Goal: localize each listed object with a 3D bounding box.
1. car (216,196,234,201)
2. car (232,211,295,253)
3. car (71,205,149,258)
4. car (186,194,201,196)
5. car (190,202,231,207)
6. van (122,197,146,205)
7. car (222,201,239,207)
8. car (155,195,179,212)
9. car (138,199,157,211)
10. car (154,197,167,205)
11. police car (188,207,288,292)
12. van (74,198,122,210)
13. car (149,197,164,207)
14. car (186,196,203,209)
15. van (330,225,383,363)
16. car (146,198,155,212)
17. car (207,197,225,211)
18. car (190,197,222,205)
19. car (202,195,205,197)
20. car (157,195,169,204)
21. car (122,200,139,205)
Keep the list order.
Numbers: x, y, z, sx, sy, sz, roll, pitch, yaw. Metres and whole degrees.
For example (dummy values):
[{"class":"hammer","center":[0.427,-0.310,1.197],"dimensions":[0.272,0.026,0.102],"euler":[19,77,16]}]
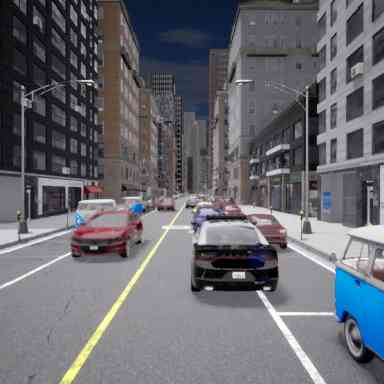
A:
[{"class":"car","center":[2.931,1.316,30.811],"dimensions":[2.192,1.841,5.009],"euler":[0,0,0]},{"class":"car","center":[2.891,1.582,14.307],"dimensions":[1.802,1.307,4.206],"euler":[0,0,0]},{"class":"car","center":[-3.069,1.477,12.915],"dimensions":[1.882,1.535,5.008],"euler":[0,0,0]},{"class":"car","center":[0.147,1.536,59.331],"dimensions":[1.812,1.442,4.674],"euler":[0,0,0]},{"class":"car","center":[0.946,1.526,18.987],"dimensions":[1.812,1.442,4.674],"euler":[0,0,0]},{"class":"van","center":[-5.594,1.342,30.832],"dimensions":[1.690,1.788,3.998],"euler":[0,0,0]},{"class":"car","center":[2.918,1.582,25.309],"dimensions":[1.802,1.307,4.206],"euler":[0,0,0]},{"class":"car","center":[-2.905,1.480,38.376],"dimensions":[1.882,1.535,5.008],"euler":[0,0,0]},{"class":"car","center":[-5.566,1.585,41.835],"dimensions":[1.802,1.307,4.206],"euler":[0,0,0]},{"class":"car","center":[-5.526,1.592,58.339],"dimensions":[1.802,1.307,4.206],"euler":[0,0,0]},{"class":"police car","center":[0.922,1.425,9.097],"dimensions":[1.930,1.638,5.238],"euler":[0,0,0]},{"class":"van","center":[-5.622,1.341,19.831],"dimensions":[1.690,1.788,3.998],"euler":[0,0,0]},{"class":"car","center":[-5.539,1.573,52.838],"dimensions":[1.947,1.339,4.313],"euler":[0,0,0]},{"class":"car","center":[0.132,1.569,45.938],"dimensions":[1.994,1.385,4.181],"euler":[0,0,0]},{"class":"van","center":[2.863,1.341,3.304],"dimensions":[1.690,1.788,3.998],"euler":[0,0,0]},{"class":"car","center":[-5.580,1.568,36.334],"dimensions":[1.947,1.339,4.313],"euler":[0,0,0]},{"class":"car","center":[2.959,1.444,41.814],"dimensions":[1.967,1.590,4.097],"euler":[0,0,0]},{"class":"car","center":[0.961,1.456,25.178],"dimensions":[1.801,1.575,5.366],"euler":[0,0,0]},{"class":"car","center":[2.986,1.558,52.817],"dimensions":[2.008,1.369,4.403],"euler":[0,0,0]},{"class":"car","center":[-5.512,1.453,63.841],"dimensions":[1.967,1.590,4.097],"euler":[0,0,0]},{"class":"car","center":[-5.608,1.551,25.331],"dimensions":[2.008,1.369,4.403],"euler":[0,0,0]}]
